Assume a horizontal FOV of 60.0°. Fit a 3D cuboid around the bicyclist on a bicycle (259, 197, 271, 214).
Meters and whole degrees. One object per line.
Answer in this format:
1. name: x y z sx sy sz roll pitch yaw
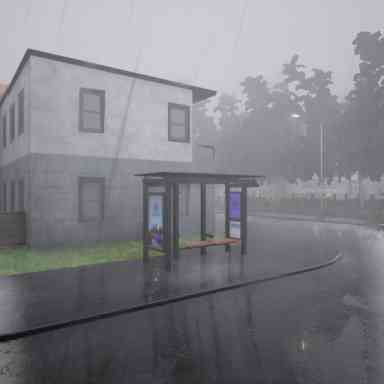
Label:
1. bicyclist on a bicycle: 7.145 1.349 32.428 1.656 1.620 0.582 0 0 -35
